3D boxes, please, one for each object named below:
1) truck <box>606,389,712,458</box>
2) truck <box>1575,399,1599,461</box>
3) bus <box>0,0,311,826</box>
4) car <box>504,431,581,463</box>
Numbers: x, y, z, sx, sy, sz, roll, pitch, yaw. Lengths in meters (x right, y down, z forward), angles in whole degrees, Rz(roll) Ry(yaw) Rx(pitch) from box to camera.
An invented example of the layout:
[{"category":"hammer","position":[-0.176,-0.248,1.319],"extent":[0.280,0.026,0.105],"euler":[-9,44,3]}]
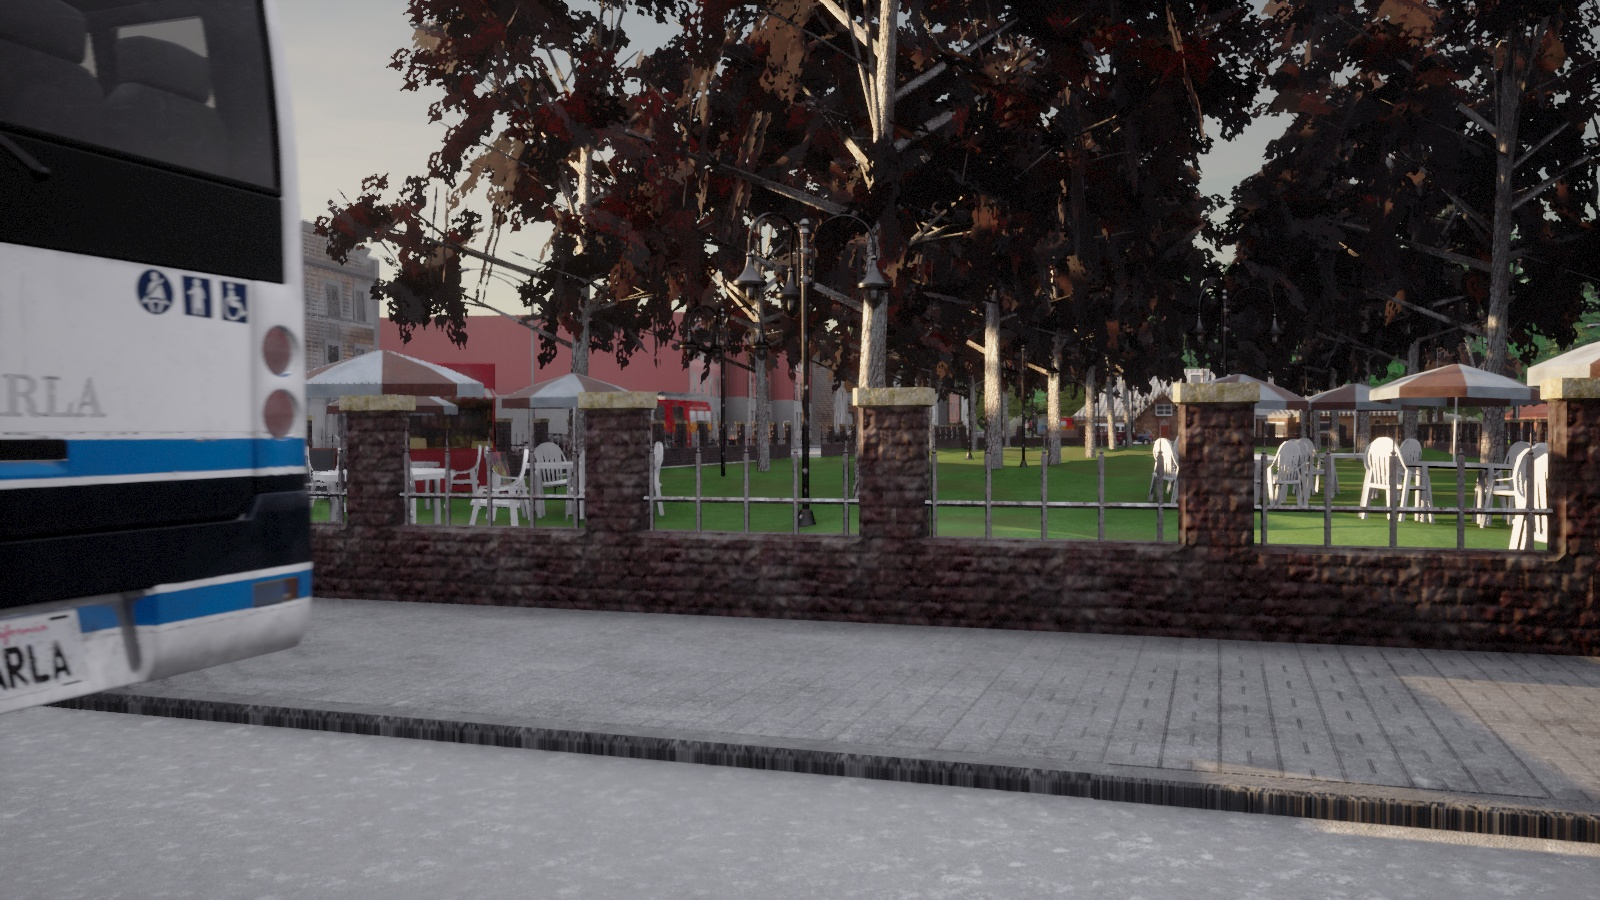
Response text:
[{"category":"truck","position":[-8.169,-1.553,73.983],"extent":[2.891,3.827,8.468],"euler":[1,1,18]},{"category":"truck","position":[47.520,-1.147,73.120],"extent":[2.891,3.462,7.936],"euler":[1,1,23]},{"category":"bus","position":[-8.084,-0.683,6.386],"extent":[10.273,4.253,3.944],"euler":[1,1,18]},{"category":"car","position":[-12.473,-0.185,61.109],"extent":[1.816,1.474,4.193],"euler":[1,1,18]}]
